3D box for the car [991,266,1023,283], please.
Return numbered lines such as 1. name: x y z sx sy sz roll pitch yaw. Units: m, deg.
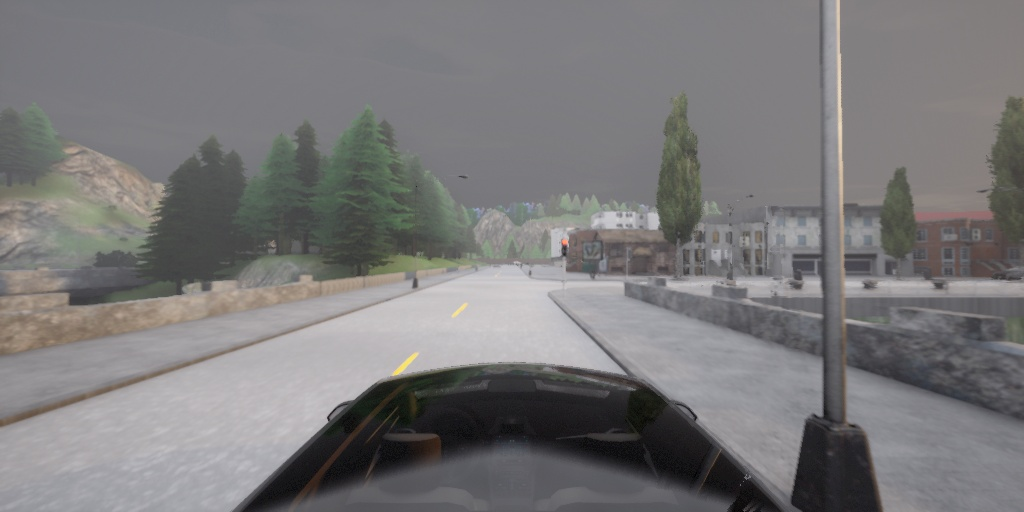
1. car: 46.858 1.664 32.650 4.892 1.490 1.837 1 -1 0
